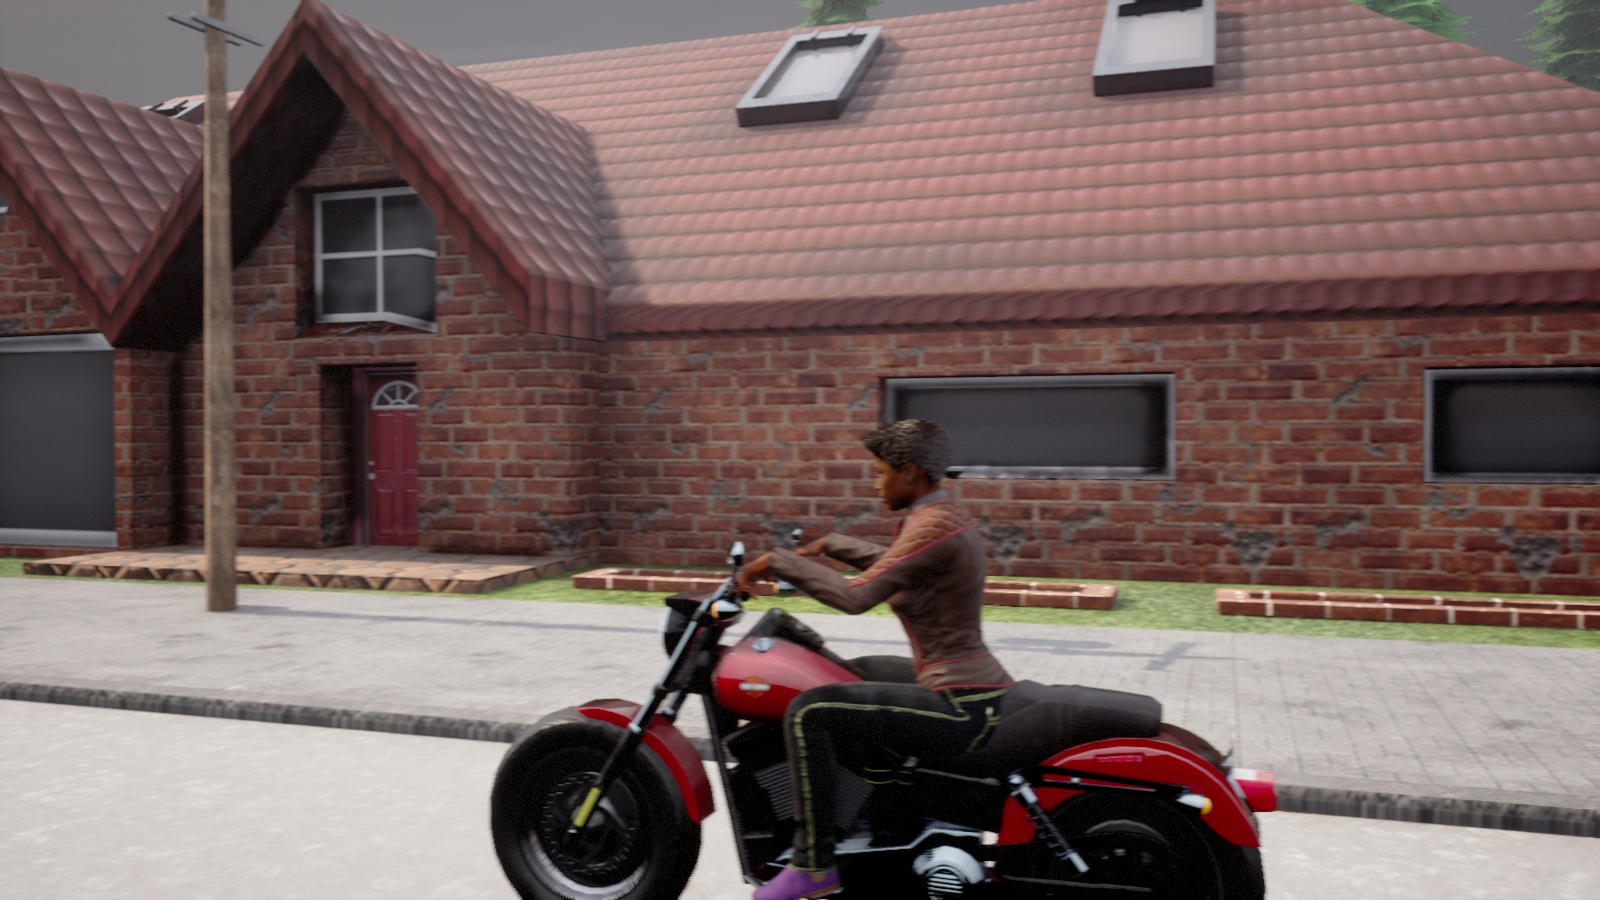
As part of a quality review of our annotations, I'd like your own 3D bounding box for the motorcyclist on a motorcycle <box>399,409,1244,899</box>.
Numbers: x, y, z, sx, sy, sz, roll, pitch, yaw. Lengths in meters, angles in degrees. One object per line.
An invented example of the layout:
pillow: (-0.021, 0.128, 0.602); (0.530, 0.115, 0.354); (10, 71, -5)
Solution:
motorcyclist on a motorcycle: (0.053, 0.718, 3.702); (2.350, 1.649, 0.766); (0, 1, 19)
